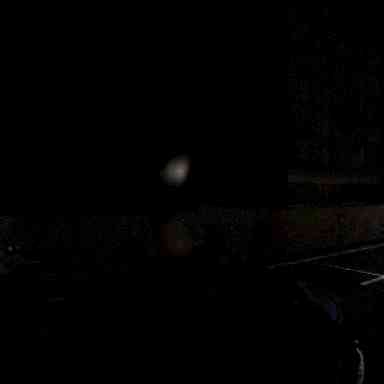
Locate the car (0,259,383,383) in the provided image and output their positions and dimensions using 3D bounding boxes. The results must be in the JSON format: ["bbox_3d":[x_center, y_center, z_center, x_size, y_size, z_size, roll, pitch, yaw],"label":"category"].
[{"bbox_3d":[0.058,1.543,3.413,5.357,1.411,2.033,0,0,-36],"label":"car"}]

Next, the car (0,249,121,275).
[{"bbox_3d":[-2.439,1.580,4.909,4.206,1.307,1.802,0,0,-36],"label":"car"}]
